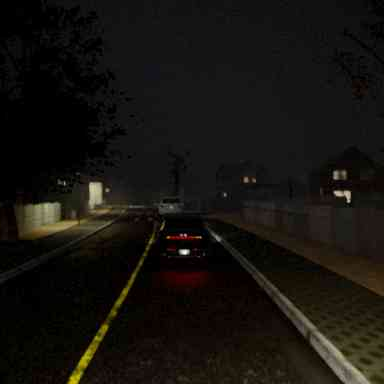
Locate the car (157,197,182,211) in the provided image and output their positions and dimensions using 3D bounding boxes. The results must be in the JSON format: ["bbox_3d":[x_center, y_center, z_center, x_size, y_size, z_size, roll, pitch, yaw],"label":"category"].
[{"bbox_3d":[-2.236,1.483,32.665,2.150,2.045,5.566,0,-1,-8],"label":"car"}]

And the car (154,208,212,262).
[{"bbox_3d":[-0.352,1.574,12.443,1.837,1.490,4.892,0,0,-3],"label":"car"}]

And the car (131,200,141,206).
[{"bbox_3d":[-11.815,2.277,69.802,1.994,1.385,4.181,0,-1,-10],"label":"car"}]

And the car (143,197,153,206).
[{"bbox_3d":[-10.076,2.353,76.357,2.033,1.411,5.357,0,-1,-8],"label":"car"}]
